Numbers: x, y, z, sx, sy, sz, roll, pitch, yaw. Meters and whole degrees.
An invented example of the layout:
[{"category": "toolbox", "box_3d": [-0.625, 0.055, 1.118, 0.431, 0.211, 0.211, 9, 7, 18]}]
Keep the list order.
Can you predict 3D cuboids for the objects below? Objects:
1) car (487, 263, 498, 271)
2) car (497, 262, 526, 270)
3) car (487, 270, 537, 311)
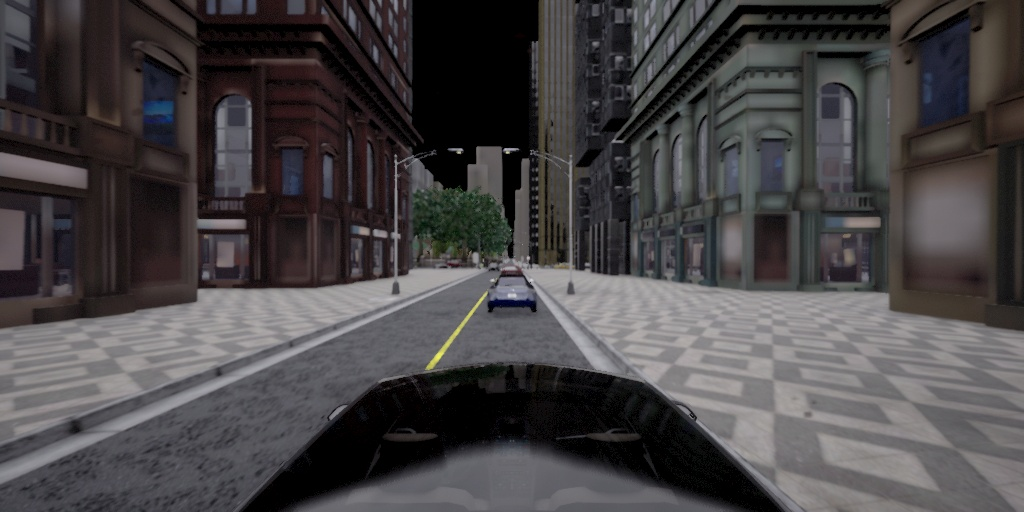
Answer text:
[{"category": "car", "box_3d": [-3.107, 1.932, 62.377, 1.837, 1.490, 4.892, 0, -1, 1]}, {"category": "car", "box_3d": [-0.005, 1.531, 31.109, 1.882, 1.535, 5.008, 0, 0, 0]}, {"category": "car", "box_3d": [0.007, 1.451, 15.257, 1.994, 1.385, 4.181, 0, 0, 0]}]
